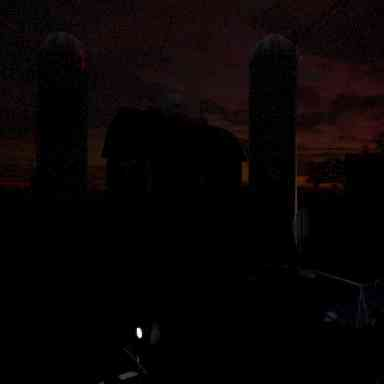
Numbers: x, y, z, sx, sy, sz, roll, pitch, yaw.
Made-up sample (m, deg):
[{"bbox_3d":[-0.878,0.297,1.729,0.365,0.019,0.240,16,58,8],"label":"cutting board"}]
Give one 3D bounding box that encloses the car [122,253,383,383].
[{"bbox_3d":[1.565,1.600,4.316,4.718,1.301,1.895,0,0,-37],"label":"car"}]
